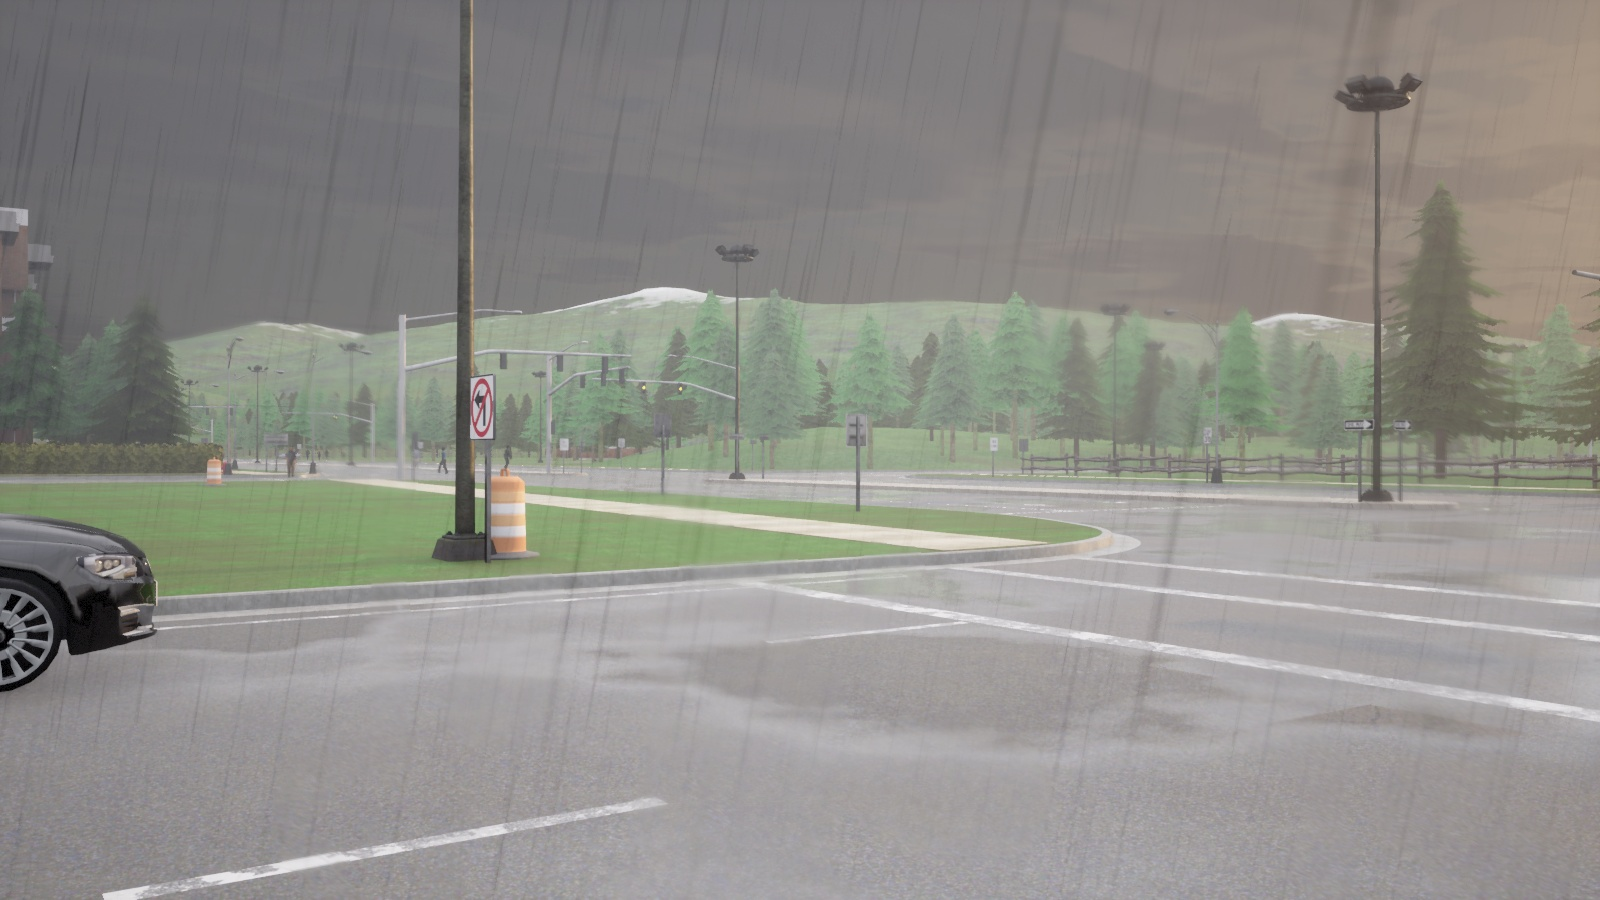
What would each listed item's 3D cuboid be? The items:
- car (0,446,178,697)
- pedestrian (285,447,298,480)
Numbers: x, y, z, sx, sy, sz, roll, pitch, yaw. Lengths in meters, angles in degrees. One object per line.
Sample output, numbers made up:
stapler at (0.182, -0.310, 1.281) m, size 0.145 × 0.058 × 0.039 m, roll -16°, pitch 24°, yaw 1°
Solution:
car at (-6.631, 0.734, 7.573) m, size 4.902 × 1.511 × 2.128 m, roll 0°, pitch 0°, yaw -35°
pedestrian at (-28.626, 0.769, 70.694) m, size 0.540 × 1.848 × 0.694 m, roll 0°, pitch 0°, yaw -32°
